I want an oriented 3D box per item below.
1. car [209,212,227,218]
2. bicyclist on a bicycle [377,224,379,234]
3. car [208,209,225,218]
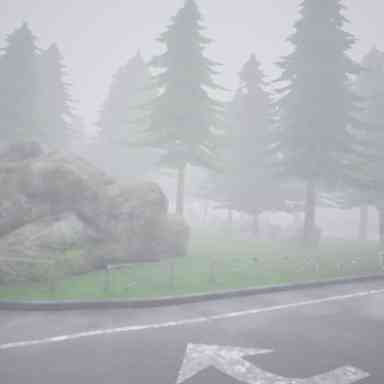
[{"bbox_3d":[5.060,4.266,63.853,2.097,1.767,4.553,5,-2,-23],"label":"car"},{"bbox_3d":[24.802,4.695,43.794,1.656,1.620,0.582,5,-3,-33],"label":"bicyclist on a bicycle"},{"bbox_3d":[5.241,4.718,73.083,1.882,1.535,5.008,4,-2,-18],"label":"car"}]
